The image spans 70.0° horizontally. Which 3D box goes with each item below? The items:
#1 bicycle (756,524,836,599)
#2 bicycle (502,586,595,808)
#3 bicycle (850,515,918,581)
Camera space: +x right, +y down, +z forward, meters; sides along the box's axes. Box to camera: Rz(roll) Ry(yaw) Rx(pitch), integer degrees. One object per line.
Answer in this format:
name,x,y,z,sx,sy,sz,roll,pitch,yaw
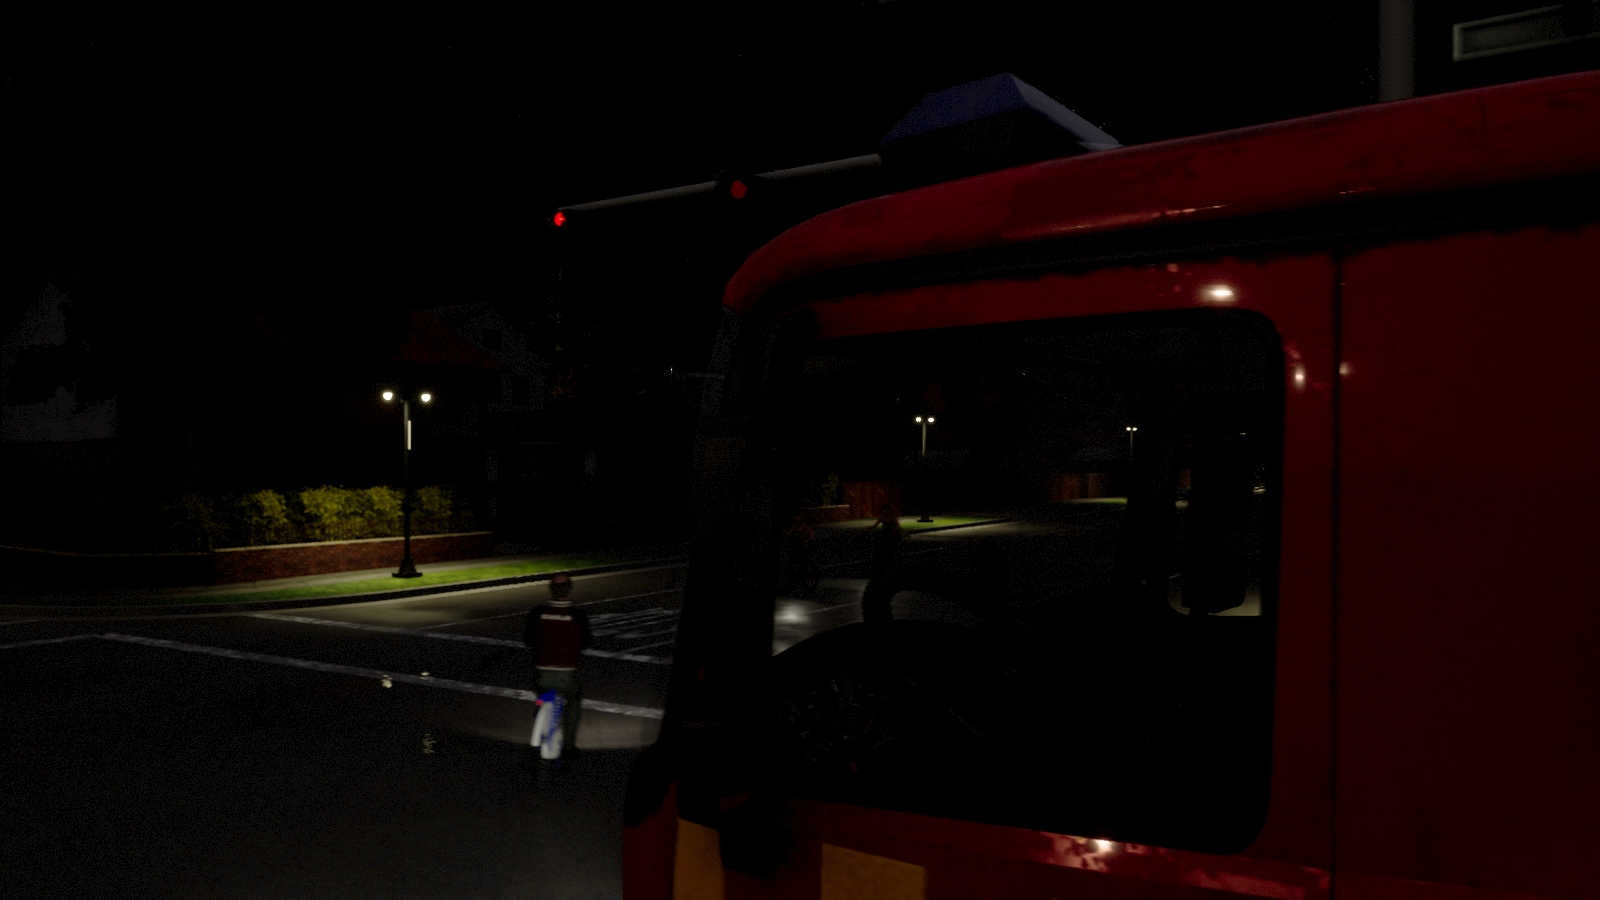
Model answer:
bicycle,-0.063,2.147,22.326,0.859,1.301,1.487,0,0,35
bicycle,-2.140,2.048,9.879,0.329,1.496,1.835,4,0,-1
bicycle,1.870,2.147,25.300,0.859,1.301,1.487,0,0,34
